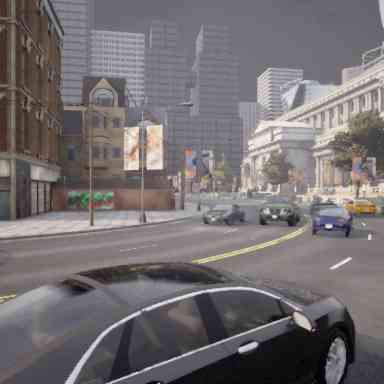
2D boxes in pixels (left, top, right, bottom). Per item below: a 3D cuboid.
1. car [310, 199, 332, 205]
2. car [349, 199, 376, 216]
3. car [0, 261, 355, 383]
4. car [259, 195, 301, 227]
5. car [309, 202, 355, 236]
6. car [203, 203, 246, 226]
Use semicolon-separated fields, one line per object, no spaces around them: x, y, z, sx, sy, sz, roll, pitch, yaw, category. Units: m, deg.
12.795;1.474;32.745;2.128;1.511;4.902;0;0;10;car
16.331;1.461;32.722;1.882;1.535;5.008;0;0;10;car
-0.127;1.505;3.406;4.892;1.490;1.837;-1;1;-40;car
6.282;1.212;23.286;2.150;2.045;5.566;0;0;24;car
7.853;1.515;18.512;1.812;1.442;4.674;0;0;28;car
2.416;1.508;23.406;1.812;1.442;4.674;0;0;27;car
